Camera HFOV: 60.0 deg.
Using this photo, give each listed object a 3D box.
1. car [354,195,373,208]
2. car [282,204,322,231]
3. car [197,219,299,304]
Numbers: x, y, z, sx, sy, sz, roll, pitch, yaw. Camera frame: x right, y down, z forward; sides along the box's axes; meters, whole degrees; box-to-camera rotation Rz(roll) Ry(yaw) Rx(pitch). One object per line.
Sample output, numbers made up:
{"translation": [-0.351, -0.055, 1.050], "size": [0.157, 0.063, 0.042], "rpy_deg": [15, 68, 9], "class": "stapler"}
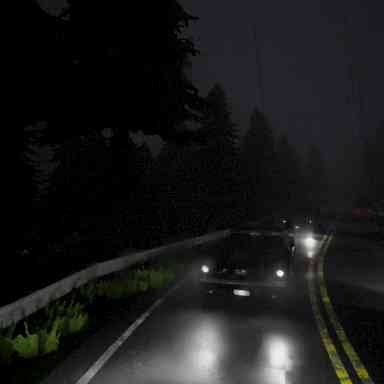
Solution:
{"translation": [20.751, 1.059, 40.198], "size": [2.128, 1.511, 4.902], "rpy_deg": [-2, 0, 28], "class": "car"}
{"translation": [6.745, 1.461, 20.075], "size": [2.033, 1.411, 5.357], "rpy_deg": [-2, 0, 26], "class": "car"}
{"translation": [1.622, 1.599, 8.433], "size": [1.895, 1.301, 4.718], "rpy_deg": [-1, 0, 18], "class": "car"}
